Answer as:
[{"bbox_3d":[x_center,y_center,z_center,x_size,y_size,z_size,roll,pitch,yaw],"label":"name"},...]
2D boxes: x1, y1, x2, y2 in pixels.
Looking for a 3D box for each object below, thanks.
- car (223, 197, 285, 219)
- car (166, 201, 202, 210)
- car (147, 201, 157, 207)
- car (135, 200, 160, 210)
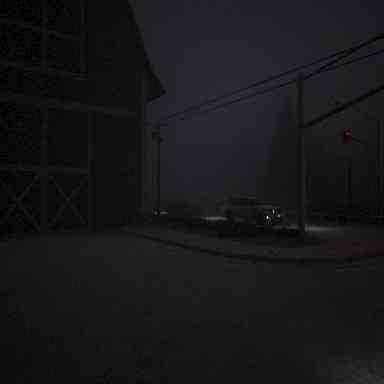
[{"bbox_3d":[4.768,1.406,26.532,2.150,2.045,5.566,0,0,-34],"label":"car"},{"bbox_3d":[-0.873,1.715,34.758,1.882,1.535,5.008,0,0,-35],"label":"car"},{"bbox_3d":[-6.260,1.792,42.620,1.837,1.490,4.892,0,0,-34],"label":"car"},{"bbox_3d":[-6.689,1.930,49.593,1.895,1.301,4.718,0,0,-34],"label":"car"}]
